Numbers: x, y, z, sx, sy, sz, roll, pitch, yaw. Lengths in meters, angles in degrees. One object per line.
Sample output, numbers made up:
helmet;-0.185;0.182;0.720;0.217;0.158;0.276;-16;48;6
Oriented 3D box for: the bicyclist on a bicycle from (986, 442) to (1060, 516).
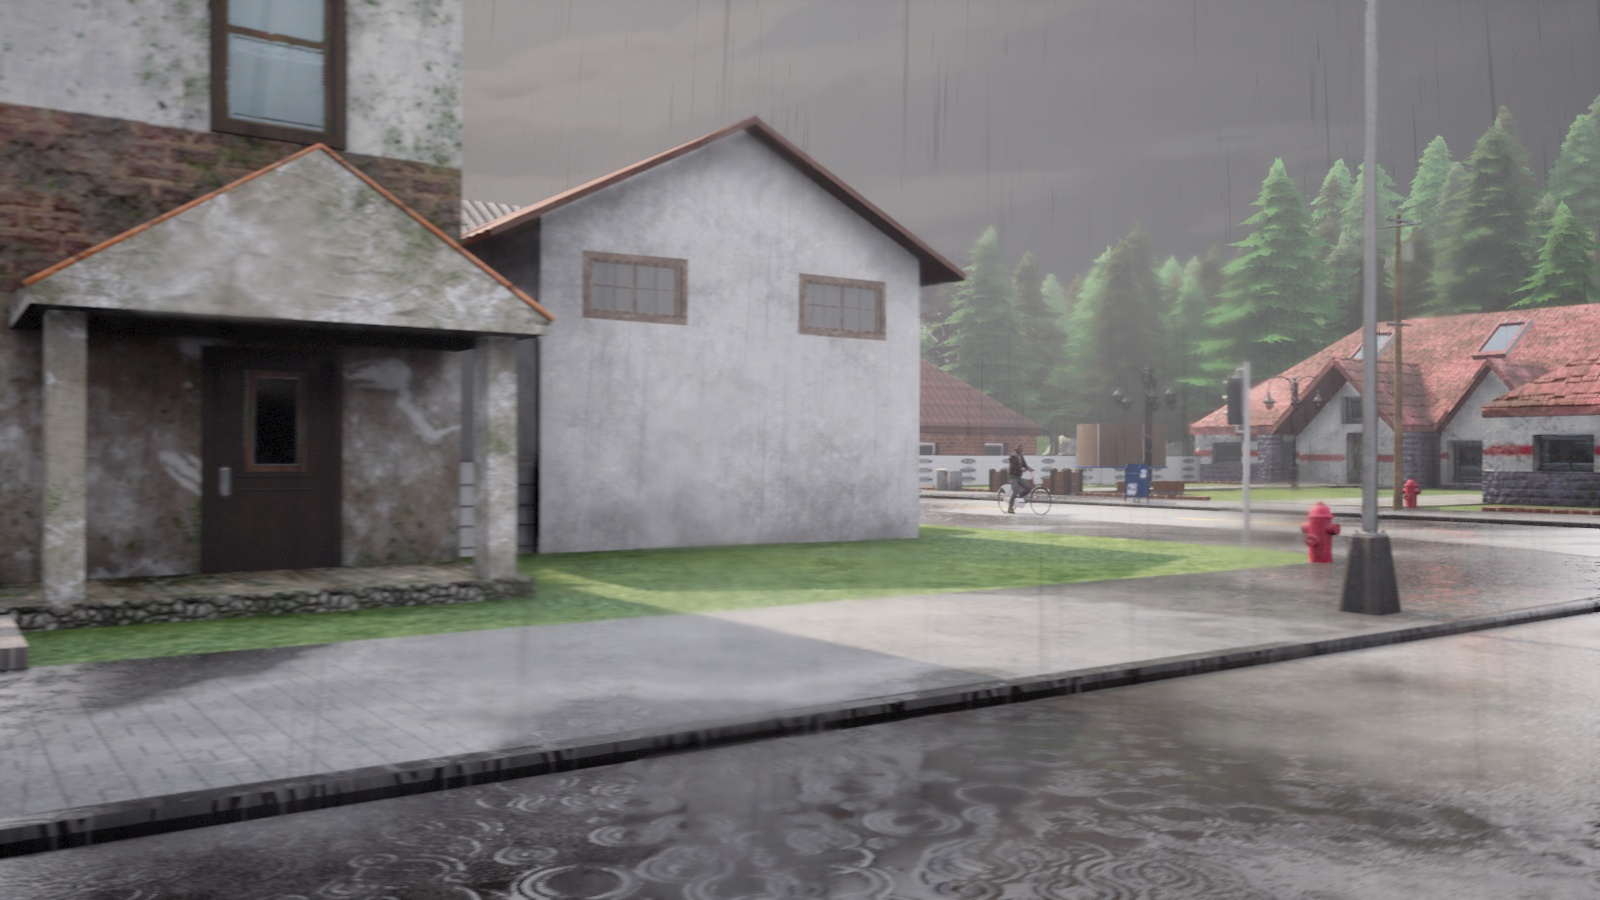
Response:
bicyclist on a bicycle;5.493;0.709;31.004;0.659;1.776;1.843;0;0;-35
